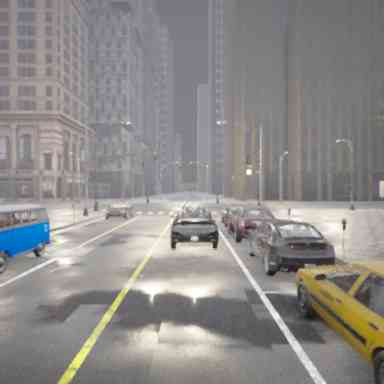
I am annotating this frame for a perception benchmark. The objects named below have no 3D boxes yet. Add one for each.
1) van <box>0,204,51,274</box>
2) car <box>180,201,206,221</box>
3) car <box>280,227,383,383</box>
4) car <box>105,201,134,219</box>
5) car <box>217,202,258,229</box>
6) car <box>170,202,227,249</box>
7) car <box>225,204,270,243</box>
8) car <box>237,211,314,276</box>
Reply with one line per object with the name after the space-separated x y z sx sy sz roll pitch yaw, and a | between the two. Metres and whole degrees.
-5.766 1.290 9.992 1.690 1.788 3.998 0 0 0 | van
0.096 1.457 26.864 1.895 1.301 4.718 0 0 1 | car
2.760 1.501 4.525 1.752 1.417 4.829 0 0 0 | car
-5.769 1.407 26.916 2.008 1.369 4.403 0 0 0 | car
2.758 1.436 21.277 2.008 1.369 4.403 0 0 0 | car
0.092 1.417 14.130 2.128 1.511 4.902 0 0 0 | car
2.758 1.357 15.636 1.967 1.590 4.097 0 0 0 | car
2.760 1.498 9.995 2.008 1.369 4.403 0 0 0 | car
